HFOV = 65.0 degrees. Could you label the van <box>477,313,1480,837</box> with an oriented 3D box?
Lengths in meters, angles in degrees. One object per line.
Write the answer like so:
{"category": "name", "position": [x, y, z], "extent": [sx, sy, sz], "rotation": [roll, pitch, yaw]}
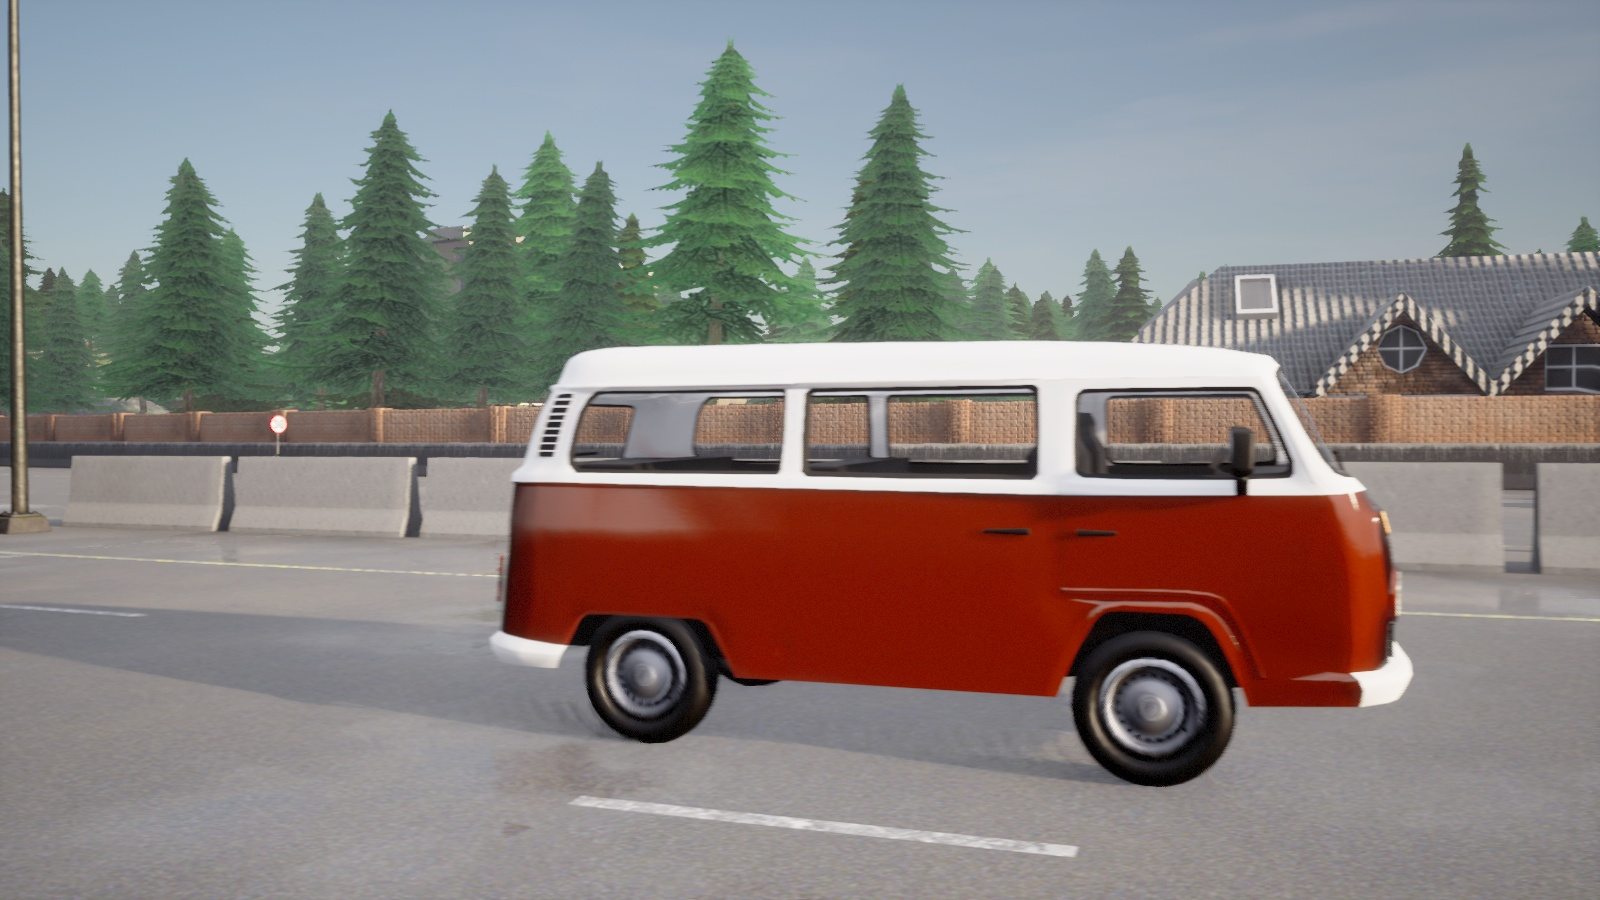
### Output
{"category": "van", "position": [0.834, 0.450, 6.572], "extent": [4.480, 2.038, 2.069], "rotation": [1, 1, 19]}
